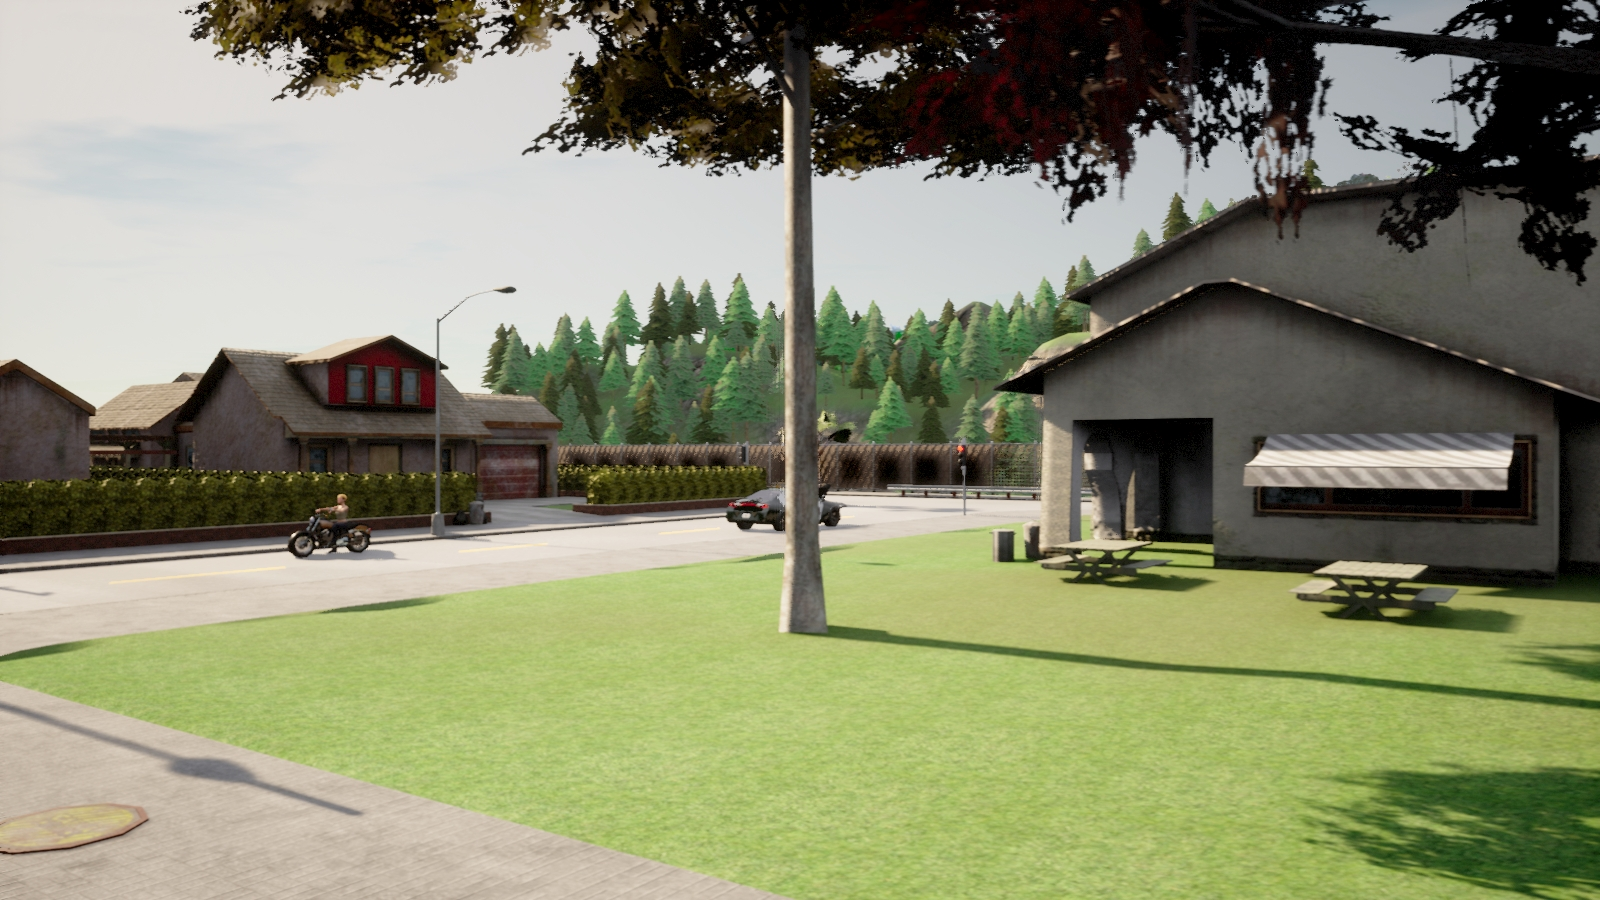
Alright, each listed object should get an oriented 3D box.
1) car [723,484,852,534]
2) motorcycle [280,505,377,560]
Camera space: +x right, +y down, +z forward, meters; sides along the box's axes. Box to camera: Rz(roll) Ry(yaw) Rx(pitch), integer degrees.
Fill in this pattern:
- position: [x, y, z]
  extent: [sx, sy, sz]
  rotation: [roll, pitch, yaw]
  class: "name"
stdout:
- position: [-0.380, 2.054, 41.110]
  extent: [2.038, 1.542, 4.974]
  rotation: [0, 0, 37]
  class: "car"
- position: [-12.583, 2.174, 30.595]
  extent: [0.764, 1.307, 2.356]
  rotation: [0, 0, 35]
  class: "motorcycle"
